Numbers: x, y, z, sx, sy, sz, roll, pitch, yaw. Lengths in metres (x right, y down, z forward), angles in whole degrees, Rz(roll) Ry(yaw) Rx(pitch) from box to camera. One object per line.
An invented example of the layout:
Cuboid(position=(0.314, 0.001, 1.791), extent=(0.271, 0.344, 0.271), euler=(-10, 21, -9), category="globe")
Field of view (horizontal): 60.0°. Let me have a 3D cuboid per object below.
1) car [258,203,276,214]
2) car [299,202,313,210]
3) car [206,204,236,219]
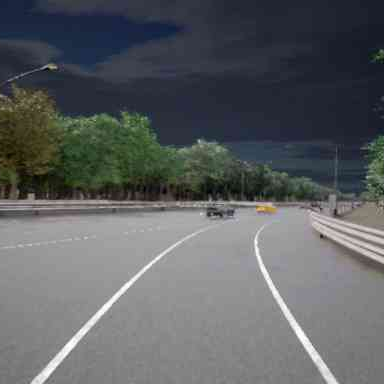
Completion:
Cuboid(position=(11.556, 2.480, 50.957), extent=(1.882, 1.535, 5.008), euler=(1, -1, 28), category="car")
Cuboid(position=(27.362, 3.496, 80.667), extent=(2.033, 1.411, 5.357), euler=(1, -1, 28), category="car")
Cuboid(position=(3.104, 1.998, 35.069), extent=(1.837, 1.490, 4.892), euler=(1, -1, 28), category="car")
